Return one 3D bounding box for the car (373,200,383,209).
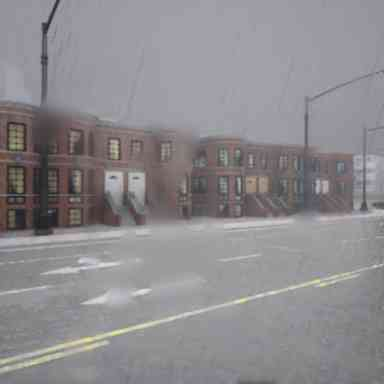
[{"bbox_3d":[28.642,1.831,48.293,1.895,1.301,4.718,0,0,-10],"label":"car"}]
